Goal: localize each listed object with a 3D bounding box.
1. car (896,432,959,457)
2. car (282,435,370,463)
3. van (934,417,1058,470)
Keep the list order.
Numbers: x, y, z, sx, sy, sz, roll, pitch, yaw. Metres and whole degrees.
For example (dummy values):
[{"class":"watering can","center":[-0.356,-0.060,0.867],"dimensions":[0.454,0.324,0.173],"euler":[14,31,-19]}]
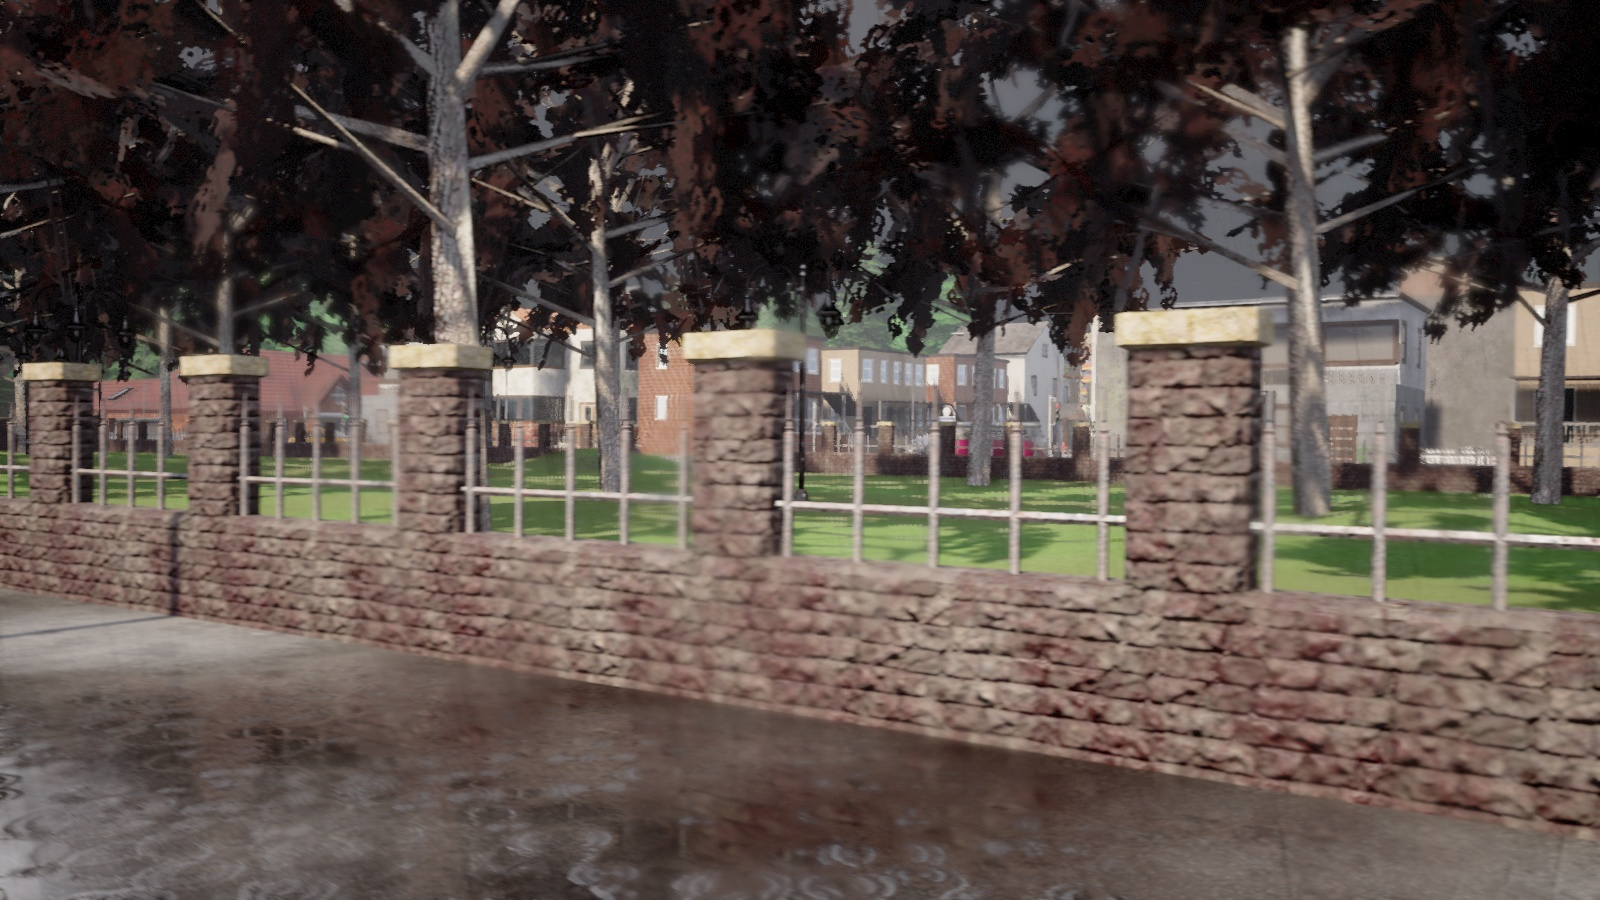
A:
[{"class":"car","center":[7.833,-0.360,76.676],"dimensions":[1.812,1.442,4.674],"euler":[0,1,34]},{"class":"car","center":[-27.162,-0.064,71.854],"dimensions":[5.366,1.575,1.801],"euler":[0,1,32]},{"class":"van","center":[7.582,-0.250,48.748],"dimensions":[4.442,1.987,1.775],"euler":[0,1,34]}]
